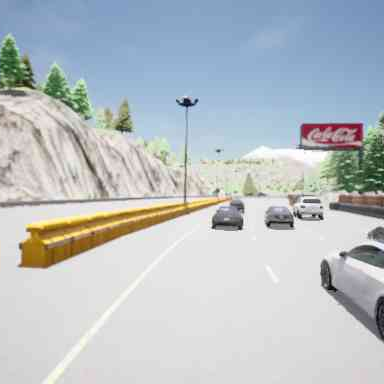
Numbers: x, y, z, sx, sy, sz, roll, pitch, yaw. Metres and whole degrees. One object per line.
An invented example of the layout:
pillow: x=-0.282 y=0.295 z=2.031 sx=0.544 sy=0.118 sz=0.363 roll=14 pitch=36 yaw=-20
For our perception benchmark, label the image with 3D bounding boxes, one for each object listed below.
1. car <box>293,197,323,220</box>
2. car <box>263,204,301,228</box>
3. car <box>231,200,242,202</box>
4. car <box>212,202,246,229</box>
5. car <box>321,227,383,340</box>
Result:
car: x=11.146 y=1.509 z=32.188 sx=2.150 sy=2.045 sz=5.566 roll=1 pitch=0 yaw=10
car: x=6.247 y=1.718 z=24.198 sx=2.033 sy=1.411 sz=5.357 roll=1 pitch=0 yaw=9
car: x=5.358 y=1.679 z=39.991 sx=1.837 sy=1.490 sz=4.892 roll=1 pitch=0 yaw=10
car: x=2.447 y=1.650 z=22.461 sx=1.994 sy=1.385 sz=4.181 roll=1 pitch=0 yaw=9
car: x=3.944 y=1.620 z=6.248 sx=1.812 sy=1.442 sz=4.674 roll=1 pitch=0 yaw=4
